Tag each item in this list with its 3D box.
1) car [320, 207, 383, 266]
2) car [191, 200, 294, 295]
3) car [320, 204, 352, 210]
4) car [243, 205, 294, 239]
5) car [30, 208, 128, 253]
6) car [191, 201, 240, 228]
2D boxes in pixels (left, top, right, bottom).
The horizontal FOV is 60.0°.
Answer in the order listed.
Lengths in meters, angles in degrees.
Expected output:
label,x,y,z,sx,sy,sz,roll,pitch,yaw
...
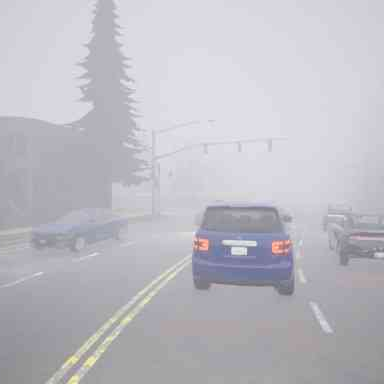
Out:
label,x,y,z,sx,sy,sz,roll,pitch,yaw
car,5.800,1.492,11.303,2.128,1.511,4.902,0,0,17
car,1.489,1.221,8.990,2.150,2.045,5.566,0,0,13
car,8.863,1.492,20.112,2.128,1.511,4.902,0,0,20
car,4.473,1.547,18.726,2.033,1.411,5.357,0,0,21
car,-4.544,1.477,14.153,1.882,1.535,5.008,0,0,18
car,1.604,1.358,21.119,1.994,1.385,4.181,0,0,20
